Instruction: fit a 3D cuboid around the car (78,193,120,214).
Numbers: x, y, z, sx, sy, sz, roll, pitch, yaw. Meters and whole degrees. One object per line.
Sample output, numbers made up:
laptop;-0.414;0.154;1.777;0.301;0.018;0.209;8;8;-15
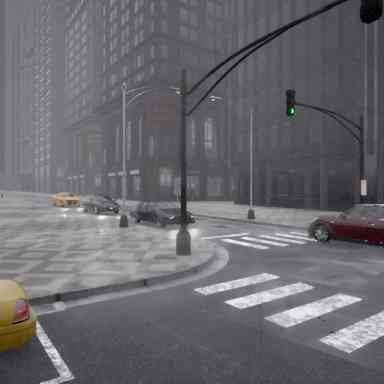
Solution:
car;-7.775;1.012;28.182;1.837;1.490;4.892;0;1;-36

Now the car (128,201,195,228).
car;-2.006;1.237;20.199;2.033;1.411;5.357;0;1;-36

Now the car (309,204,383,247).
car;7.002;1.252;13.203;2.097;1.767;4.553;0;1;-36

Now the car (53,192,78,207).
car;-13.873;0.799;36.627;1.882;1.535;5.008;0;1;-35

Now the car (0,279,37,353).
car;-4.357;1.525;3.536;4.829;1.417;1.752;0;0;-36

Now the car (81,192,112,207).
car;-11.025;0.838;38.129;1.837;1.490;4.892;0;1;-36
